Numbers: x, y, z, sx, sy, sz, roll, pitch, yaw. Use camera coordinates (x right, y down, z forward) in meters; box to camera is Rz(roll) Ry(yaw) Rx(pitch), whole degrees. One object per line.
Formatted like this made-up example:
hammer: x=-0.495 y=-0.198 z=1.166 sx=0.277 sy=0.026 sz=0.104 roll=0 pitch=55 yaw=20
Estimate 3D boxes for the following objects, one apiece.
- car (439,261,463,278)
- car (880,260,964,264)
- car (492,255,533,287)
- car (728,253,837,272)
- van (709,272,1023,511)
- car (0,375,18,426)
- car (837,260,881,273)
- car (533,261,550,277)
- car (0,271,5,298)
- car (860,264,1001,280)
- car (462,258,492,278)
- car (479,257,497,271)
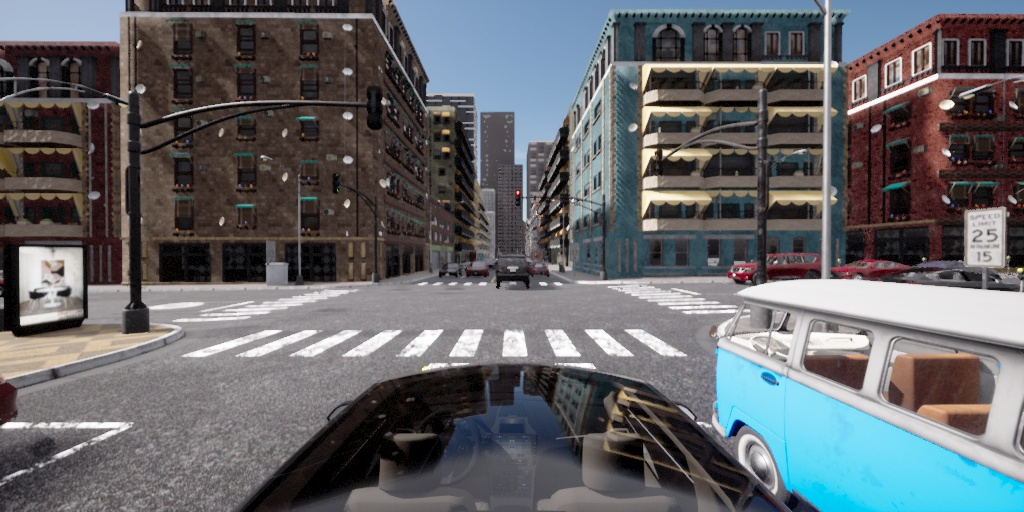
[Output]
car: x=-5.770 y=1.302 z=34.150 sx=1.948 sy=1.339 sz=4.313 roll=0 pitch=0 yaw=0
car: x=22.583 y=0.942 z=18.821 sx=4.181 sy=1.385 sz=1.994 roll=-1 pitch=0 yaw=-1
car: x=0.046 y=0.960 z=24.235 sx=2.150 sy=2.045 sz=5.566 roll=0 pitch=0 yaw=0
car: x=15.725 y=0.771 z=21.350 sx=5.009 sy=1.841 sz=2.192 roll=0 pitch=0 yaw=-1
van: x=2.689 y=1.091 z=1.765 sx=1.690 sy=1.789 sz=3.998 roll=0 pitch=0 yaw=0
car: x=-5.692 y=1.332 z=1.746 sx=1.802 sy=1.307 sz=4.207 roll=0 pitch=0 yaw=0
car: x=21.295 y=0.921 z=21.403 sx=4.507 sy=1.381 sz=1.888 roll=0 pitch=0 yaw=-1
car: x=2.611 y=1.319 z=34.159 sx=1.802 sy=1.307 sz=4.207 roll=0 pitch=0 yaw=0
car: x=-25.066 y=1.575 z=15.163 sx=5.008 sy=1.535 sz=1.882 roll=-1 pitch=0 yaw=-1
car: x=15.766 y=1.092 z=12.970 sx=4.313 sy=1.339 sz=1.948 roll=0 pitch=0 yaw=-1
car: x=-3.177 y=1.215 z=33.852 sx=1.882 sy=1.535 sz=5.008 roll=0 pitch=1 yaw=0
car: x=-3.204 y=1.088 z=49.147 sx=2.097 sy=1.767 sz=4.553 roll=0 pitch=0 yaw=0
